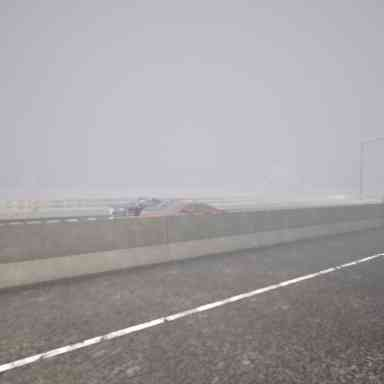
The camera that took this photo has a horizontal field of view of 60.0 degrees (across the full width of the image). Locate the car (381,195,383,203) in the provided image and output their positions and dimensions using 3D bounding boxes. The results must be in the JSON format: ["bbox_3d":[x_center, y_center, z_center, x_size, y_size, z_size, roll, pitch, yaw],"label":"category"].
[{"bbox_3d":[32.726,0.833,53.812,5.566,2.045,2.150,0,1,-40],"label":"car"}]

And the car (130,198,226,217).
[{"bbox_3d":[-0.399,1.231,17.187,5.008,1.535,1.882,0,1,-40],"label":"car"}]

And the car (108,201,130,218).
[{"bbox_3d":[-3.518,1.119,23.700,4.902,1.511,2.128,0,1,-40],"label":"car"}]
